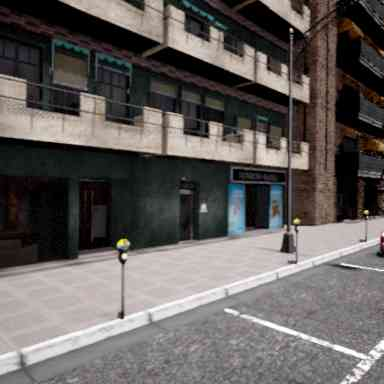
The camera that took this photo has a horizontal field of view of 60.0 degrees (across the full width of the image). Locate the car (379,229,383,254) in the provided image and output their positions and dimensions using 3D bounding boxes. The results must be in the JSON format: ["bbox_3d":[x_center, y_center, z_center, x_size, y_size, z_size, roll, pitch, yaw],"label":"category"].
[{"bbox_3d":[8.248,1.386,11.882,4.097,1.590,1.967,0,1,-45],"label":"car"}]
